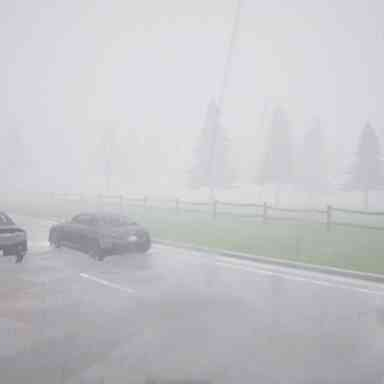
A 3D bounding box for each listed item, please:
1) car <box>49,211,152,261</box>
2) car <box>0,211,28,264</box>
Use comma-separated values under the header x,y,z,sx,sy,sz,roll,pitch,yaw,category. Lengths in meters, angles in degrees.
x,y,z,sx,sy,sz,roll,pitch,yaw,category
-3.300,1.364,11.628,4.181,1.385,1.994,2,1,43,car
-6.559,1.253,9.910,4.902,1.511,2.128,2,1,44,car
